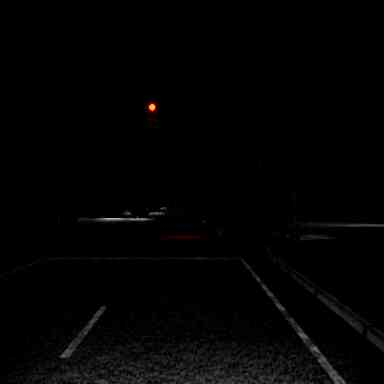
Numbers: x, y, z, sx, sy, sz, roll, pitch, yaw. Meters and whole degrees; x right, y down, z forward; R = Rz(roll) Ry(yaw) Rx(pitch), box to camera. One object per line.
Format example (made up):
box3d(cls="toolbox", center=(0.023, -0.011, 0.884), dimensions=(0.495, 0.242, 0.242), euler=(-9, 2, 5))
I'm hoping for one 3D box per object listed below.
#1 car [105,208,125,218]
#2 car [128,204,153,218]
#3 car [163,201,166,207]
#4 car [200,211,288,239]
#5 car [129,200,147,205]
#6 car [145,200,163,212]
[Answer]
box3d(cls="car", center=(-10.562, 2.829, 45.779), dimensions=(1.994, 1.385, 4.181), euler=(0, -1, 0))
box3d(cls="car", center=(-7.066, 2.806, 45.511), dimensions=(2.033, 1.411, 5.357), euler=(0, -1, 0))
box3d(cls="car", center=(-6.956, 2.750, 76.707), dimensions=(2.033, 1.411, 5.357), euler=(0, 1, 0))
box3d(cls="car", center=(2.995, 1.840, 19.272), dimensions=(5.008, 1.535, 1.882), euler=(0, -2, 1))
box3d(cls="car", center=(-10.500, 2.609, 62.904), dimensions=(2.150, 2.045, 5.566), euler=(0, 0, 1))
box3d(cls="car", center=(-7.017, 2.876, 61.362), dimensions=(1.882, 1.535, 5.008), euler=(0, 0, 0))
